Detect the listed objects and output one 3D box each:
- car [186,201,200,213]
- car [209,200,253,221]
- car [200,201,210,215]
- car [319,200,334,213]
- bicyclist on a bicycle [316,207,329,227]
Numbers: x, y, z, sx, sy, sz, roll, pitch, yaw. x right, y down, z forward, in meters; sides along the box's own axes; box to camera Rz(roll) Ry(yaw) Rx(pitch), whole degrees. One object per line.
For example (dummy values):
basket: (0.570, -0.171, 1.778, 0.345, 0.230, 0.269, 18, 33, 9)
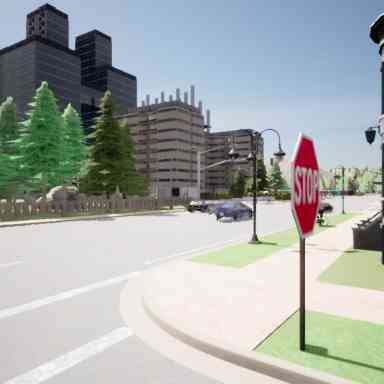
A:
car: (1.333, 1.642, 37.335, 1.895, 1.301, 4.718, 0, 0, 34)
car: (3.579, 1.565, 27.788, 1.812, 1.442, 4.674, 0, 0, 33)
car: (3.267, 1.533, 33.936, 2.128, 1.511, 4.902, 0, 0, 34)
car: (14.290, 1.603, 37.217, 1.994, 1.385, 4.181, 0, 0, 39)
bicyclist on a bicycle: (7.636, 1.340, 20.666, 1.656, 1.620, 0.582, 0, 0, 33)
